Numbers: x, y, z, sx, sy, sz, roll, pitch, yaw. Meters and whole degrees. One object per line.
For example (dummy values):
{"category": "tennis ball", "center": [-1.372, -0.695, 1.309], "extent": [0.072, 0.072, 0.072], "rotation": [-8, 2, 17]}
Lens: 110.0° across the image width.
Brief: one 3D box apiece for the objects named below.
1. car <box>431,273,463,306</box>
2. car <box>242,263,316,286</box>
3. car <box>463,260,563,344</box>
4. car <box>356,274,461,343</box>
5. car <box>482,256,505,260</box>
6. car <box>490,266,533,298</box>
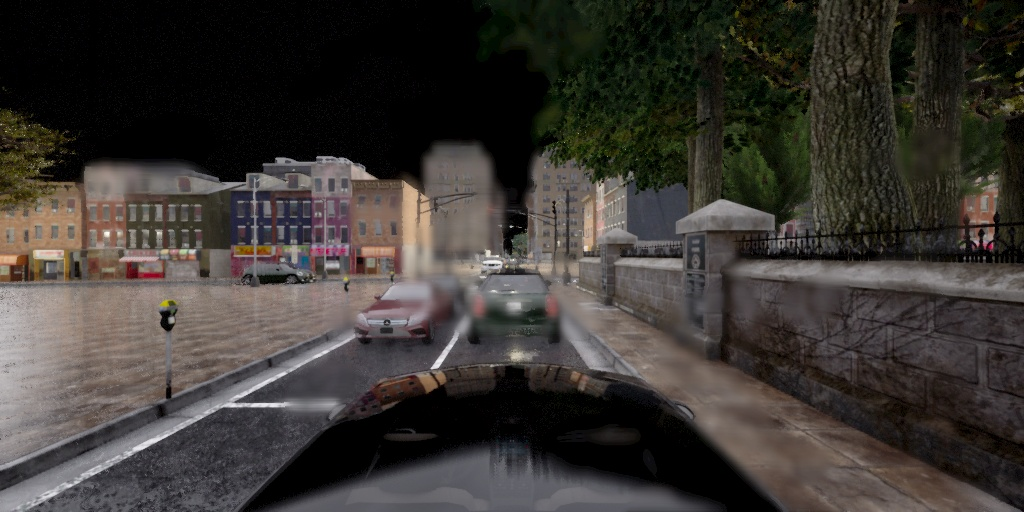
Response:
{"category": "car", "center": [-2.638, 1.315, 13.299], "extent": [1.948, 1.339, 4.313], "rotation": [0, 0, 0]}
{"category": "car", "center": [-16.911, 1.269, 26.190], "extent": [4.553, 1.767, 2.097], "rotation": [-1, 0, 0]}
{"category": "car", "center": [0.073, 1.101, 9.752], "extent": [2.097, 1.767, 4.553], "rotation": [0, 0, 0]}
{"category": "car", "center": [-2.638, 1.331, 9.637], "extent": [1.802, 1.307, 4.207], "rotation": [0, 0, 0]}
{"category": "car", "center": [-2.280, 0.962, 41.779], "extent": [2.150, 2.045, 5.566], "rotation": [0, 0, 0]}
{"category": "car", "center": [-0.144, 1.313, 19.196], "extent": [1.994, 1.385, 4.181], "rotation": [0, 0, -5]}
